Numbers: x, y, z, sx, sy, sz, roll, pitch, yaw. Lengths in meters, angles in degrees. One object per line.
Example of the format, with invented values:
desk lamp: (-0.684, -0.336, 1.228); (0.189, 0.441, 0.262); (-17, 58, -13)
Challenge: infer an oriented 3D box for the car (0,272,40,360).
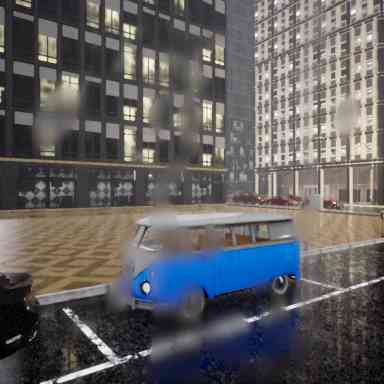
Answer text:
car: (-4.087, 1.551, 3.642); (4.403, 1.369, 2.008); (0, 0, -36)

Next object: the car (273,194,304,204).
car: (14.344, 0.988, 49.609); (1.802, 1.307, 4.206); (1, 0, -36)

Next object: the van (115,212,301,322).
van: (0.508, 1.341, 6.928); (3.998, 1.788, 1.690); (0, 0, -36)

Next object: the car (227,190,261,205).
car: (7.582, 0.733, 44.669); (2.192, 1.841, 5.009); (1, 0, -36)

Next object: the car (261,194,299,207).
car: (10.827, 1.107, 40.143); (1.802, 1.307, 4.206); (1, 0, -36)

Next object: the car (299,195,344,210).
car: (14.083, 1.073, 35.615); (1.967, 1.590, 4.097); (1, 0, -36)

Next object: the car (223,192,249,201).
car: (7.740, 0.713, 58.806); (1.752, 1.417, 4.829); (1, 0, -36)
